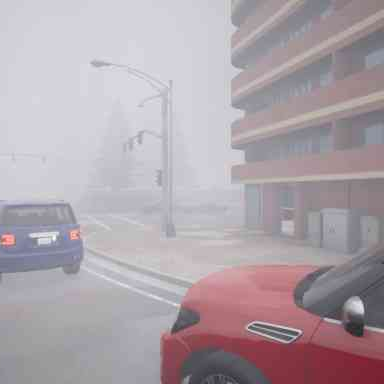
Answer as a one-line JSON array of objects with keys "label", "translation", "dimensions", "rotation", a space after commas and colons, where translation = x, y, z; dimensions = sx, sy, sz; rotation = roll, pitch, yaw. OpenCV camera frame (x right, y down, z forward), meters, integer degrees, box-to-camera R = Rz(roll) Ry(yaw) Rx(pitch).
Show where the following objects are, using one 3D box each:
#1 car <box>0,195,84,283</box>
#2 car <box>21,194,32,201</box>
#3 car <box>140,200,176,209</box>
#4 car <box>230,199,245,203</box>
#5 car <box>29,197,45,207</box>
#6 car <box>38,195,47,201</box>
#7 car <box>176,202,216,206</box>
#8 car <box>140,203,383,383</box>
[{"label": "car", "translation": [-4.965, 1.221, 9.841], "dimensions": [2.150, 2.045, 5.566], "rotation": [0, 0, -36]}, {"label": "car", "translation": [-40.312, 1.355, 81.153], "dimensions": [2.097, 1.767, 4.553], "rotation": [0, 0, -23]}, {"label": "car", "translation": [-3.311, 1.581, 36.195], "dimensions": [4.674, 1.442, 1.812], "rotation": [0, 0, -22]}, {"label": "car", "translation": [6.018, 1.533, 40.076], "dimensions": [5.008, 1.535, 1.882], "rotation": [0, 0, -22]}, {"label": "car", "translation": [-23.939, 1.547, 51.605], "dimensions": [2.033, 1.411, 5.357], "rotation": [0, 0, -23]}, {"label": "car", "translation": [-37.135, 1.478, 82.625], "dimensions": [1.882, 1.535, 5.008], "rotation": [0, 0, -23]}, {"label": "car", "translation": [1.142, 1.656, 34.270], "dimensions": [4.718, 1.301, 1.895], "rotation": [0, 0, -22]}, {"label": "car", "translation": [2.322, 1.221, 2.472], "dimensions": [5.566, 2.045, 2.150], "rotation": [0, 0, 36]}]
